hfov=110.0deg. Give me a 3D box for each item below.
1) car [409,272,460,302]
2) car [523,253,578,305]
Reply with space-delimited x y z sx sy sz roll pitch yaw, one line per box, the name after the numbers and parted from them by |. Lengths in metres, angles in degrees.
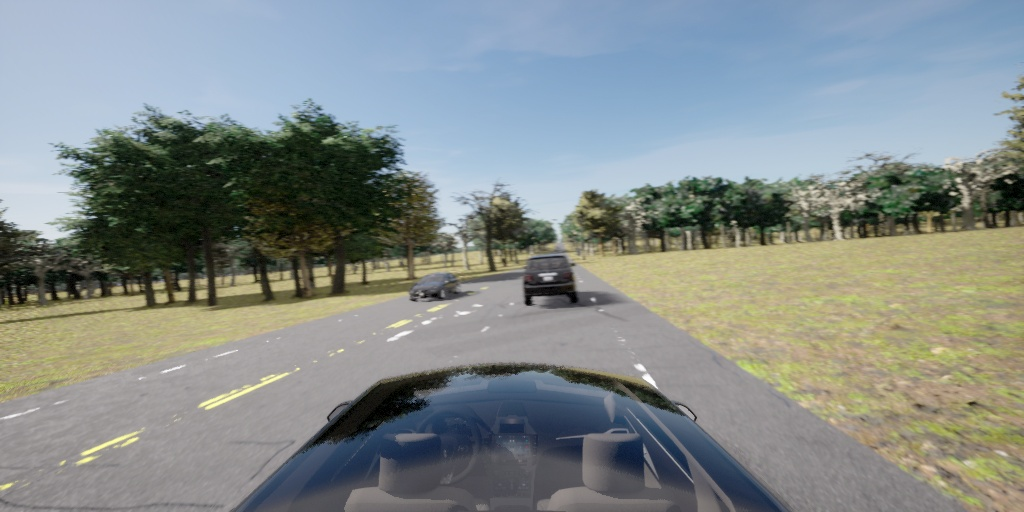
-4.514 1.784 21.515 1.837 1.490 4.892 -5 0 8 | car
1.771 0.951 16.367 2.150 2.045 5.566 -5 0 8 | car
